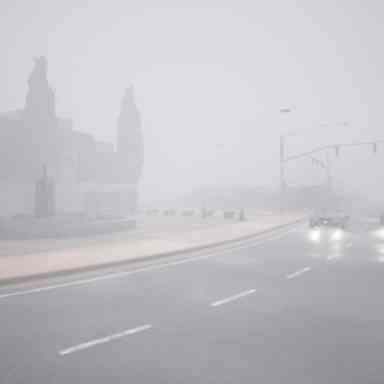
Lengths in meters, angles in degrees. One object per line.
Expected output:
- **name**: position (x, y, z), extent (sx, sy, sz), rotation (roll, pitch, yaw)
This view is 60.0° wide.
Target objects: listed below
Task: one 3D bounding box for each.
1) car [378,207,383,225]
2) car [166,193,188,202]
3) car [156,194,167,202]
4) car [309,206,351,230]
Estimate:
- **car**: position (14.357, 1.490, 23.434), extent (2.128, 1.511, 4.902), rotation (0, 0, 31)
- **car**: position (-3.443, 1.602, 77.231), extent (1.970, 1.475, 3.806), rotation (0, 0, 32)
- **car**: position (-5.887, 1.382, 78.786), extent (1.905, 1.878, 3.866), rotation (0, 0, 32)
- **car**: position (8.815, 1.562, 21.084), extent (1.994, 1.385, 4.181), rotation (0, 0, 32)
